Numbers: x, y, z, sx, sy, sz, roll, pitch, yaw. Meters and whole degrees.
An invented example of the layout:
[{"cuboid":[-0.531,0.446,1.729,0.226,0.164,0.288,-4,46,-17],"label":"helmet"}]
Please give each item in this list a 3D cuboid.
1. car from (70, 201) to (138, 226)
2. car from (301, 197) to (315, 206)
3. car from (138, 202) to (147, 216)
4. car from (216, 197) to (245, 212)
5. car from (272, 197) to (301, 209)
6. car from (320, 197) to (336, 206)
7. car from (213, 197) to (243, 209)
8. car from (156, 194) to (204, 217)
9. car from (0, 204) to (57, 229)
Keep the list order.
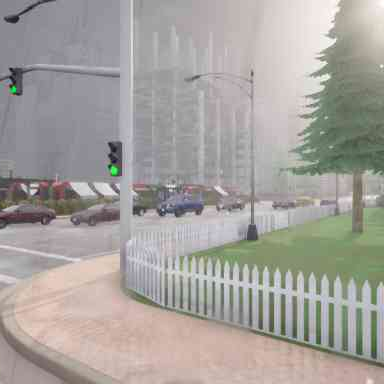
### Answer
[{"cuboid":[-6.290,1.526,23.444,1.812,1.442,4.674,0,0,34],"label":"car"},{"cuboid":[18.251,1.478,53.319,1.882,1.535,5.008,0,0,34],"label":"car"},{"cuboid":[-6.188,1.478,29.900,1.882,1.535,5.008,0,0,34],"label":"car"},{"cuboid":[4.650,1.492,39.707,2.128,1.511,4.902,0,0,34],"label":"car"},{"cuboid":[12.454,1.547,44.709,2.033,1.411,5.357,0,0,34],"label":"car"},{"cuboid":[21.082,1.526,51.258,1.812,1.442,4.674,0,0,34],"label":"car"},{"cuboid":[5.162,1.492,46.685,2.128,1.511,4.902,0,0,34],"label":"car"},{"cuboid":[-0.982,1.221,31.365,2.150,2.045,5.566,0,0,34],"label":"car"},{"cuboid":[-11.405,1.526,22.152,1.812,1.442,4.674,0,0,36],"label":"car"}]
